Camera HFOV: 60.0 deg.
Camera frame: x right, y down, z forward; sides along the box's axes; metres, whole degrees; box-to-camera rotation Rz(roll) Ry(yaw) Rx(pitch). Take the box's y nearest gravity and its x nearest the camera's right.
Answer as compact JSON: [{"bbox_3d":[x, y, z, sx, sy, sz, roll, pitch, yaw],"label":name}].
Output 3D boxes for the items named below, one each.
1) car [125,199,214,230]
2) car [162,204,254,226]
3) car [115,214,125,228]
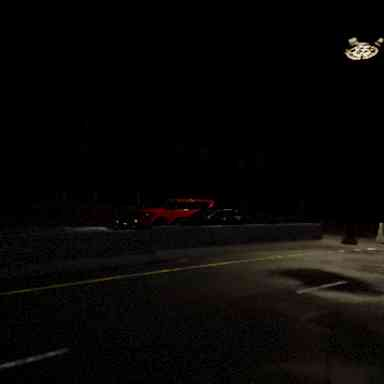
[{"bbox_3d":[-0.902,1.410,20.415,5.566,2.045,2.150,3,-2,-35],"label":"car"},{"bbox_3d":[1.151,1.582,17.581,4.892,1.490,1.837,3,-2,-35],"label":"car"},{"bbox_3d":[-2.927,1.822,23.270,4.892,1.490,1.837,3,-2,-35],"label":"car"}]
